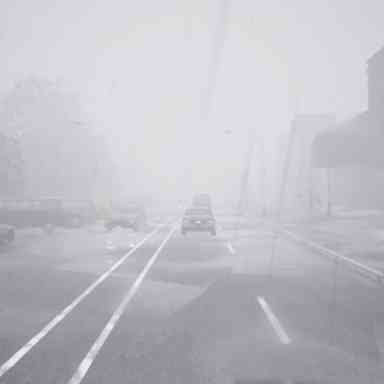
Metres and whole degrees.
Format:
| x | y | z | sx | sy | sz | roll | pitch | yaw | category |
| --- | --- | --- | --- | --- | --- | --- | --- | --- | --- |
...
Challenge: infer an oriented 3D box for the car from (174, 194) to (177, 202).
| x | y | z | sx | sy | sz | roll | pitch | yaw | category |
| --- | --- | --- | --- | --- | --- | --- | --- | --- | --- |
| -6.383 | 1.610 | 68.609 | 5.366 | 1.575 | 1.946 | -1 | 0 | -15 | car |

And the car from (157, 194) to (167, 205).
| x | y | z | sx | sy | sz | roll | pitch | yaw | category |
| --- | --- | --- | --- | --- | --- | --- | --- | --- | --- |
| -7.265 | 1.546 | 53.947 | 5.366 | 1.575 | 1.946 | -1 | -1 | -16 | car |

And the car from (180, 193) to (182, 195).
| x | y | z | sx | sy | sz | roll | pitch | yaw | category |
| --- | --- | --- | --- | --- | --- | --- | --- | --- | --- |
| -5.312 | 1.672 | 77.526 | 4.674 | 1.452 | 2.002 | -1 | 0 | -14 | car |

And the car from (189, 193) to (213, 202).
| x | y | z | sx | sy | sz | roll | pitch | yaw | category |
| --- | --- | --- | --- | --- | --- | --- | --- | --- | --- |
| 1.195 | 1.235 | 38.892 | 2.150 | 2.045 | 5.566 | 0 | 0 | 3 | car |

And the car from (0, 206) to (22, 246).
| x | y | z | sx | sy | sz | roll | pitch | yaw | category |
| --- | --- | --- | --- | --- | --- | --- | --- | --- | --- |
| -9.365 | 1.483 | 12.354 | 5.008 | 1.535 | 2.097 | -1 | 0 | -19 | car |

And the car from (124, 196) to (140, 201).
| x | y | z | sx | sy | sz | roll | pitch | yaw | category |
| --- | --- | --- | --- | --- | --- | --- | --- | --- | --- |
| -8.558 | 1.502 | 36.108 | 4.892 | 1.521 | 2.231 | -1 | 0 | -17 | car |

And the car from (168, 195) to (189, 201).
| x | y | z | sx | sy | sz | roll | pitch | yaw | category |
| --- | --- | --- | --- | --- | --- | --- | --- | --- | --- |
| -3.778 | 1.635 | 92.241 | 5.366 | 1.575 | 1.946 | -1 | 0 | -13 | car |

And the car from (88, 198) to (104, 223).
| x | y | z | sx | sy | sz | roll | pitch | yaw | category |
| --- | --- | --- | --- | --- | --- | --- | --- | --- | --- |
| -9.017 | 1.359 | 24.234 | 4.553 | 1.767 | 2.185 | -1 | 0 | -18 | car |

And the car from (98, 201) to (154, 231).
| x | y | z | sx | sy | sz | roll | pitch | yaw | category |
| --- | --- | --- | --- | --- | --- | --- | --- | --- | --- |
| -3.920 | 1.542 | 20.831 | 2.033 | 1.411 | 5.357 | 0 | 0 | 2 | car |

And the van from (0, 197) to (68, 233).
| x | y | z | sx | sy | sz | roll | pitch | yaw | category |
| --- | --- | --- | --- | --- | --- | --- | --- | --- | --- |
| -9.339 | 1.258 | 18.247 | 4.442 | 1.987 | 1.878 | -1 | 0 | -19 | van |

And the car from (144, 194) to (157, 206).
| x | y | z | sx | sy | sz | roll | pitch | yaw | category |
| --- | --- | --- | --- | --- | --- | --- | --- | --- | --- |
| -8.081 | 1.272 | 44.992 | 5.566 | 2.045 | 2.435 | -1 | 0 | -17 | car |

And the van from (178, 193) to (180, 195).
| x | y | z | sx | sy | sz | roll | pitch | yaw | category |
| --- | --- | --- | --- | --- | --- | --- | --- | --- | --- |
| -5.735 | 1.402 | 74.536 | 4.442 | 1.987 | 1.878 | -1 | 0 | -14 | van |

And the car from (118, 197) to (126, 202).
| x | y | z | sx | sy | sz | roll | pitch | yaw | category |
| --- | --- | --- | --- | --- | --- | --- | --- | --- | --- |
| -8.792 | 1.520 | 30.177 | 4.792 | 1.488 | 2.163 | -1 | 0 | -18 | car |

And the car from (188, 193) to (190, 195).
| x | y | z | sx | sy | sz | roll | pitch | yaw | category |
| --- | --- | --- | --- | --- | --- | --- | --- | --- | --- |
| -3.779 | 1.633 | 89.378 | 5.366 | 1.575 | 1.946 | -1 | 0 | -13 | car |

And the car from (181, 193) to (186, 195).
| x | y | z | sx | sy | sz | roll | pitch | yaw | category |
| --- | --- | --- | --- | --- | --- | --- | --- | --- | --- |
| -4.629 | 1.513 | 83.437 | 4.553 | 1.767 | 2.185 | -1 | 0 | -14 | car |

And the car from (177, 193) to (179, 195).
| x | y | z | sx | sy | sz | roll | pitch | yaw | category |
| --- | --- | --- | --- | --- | --- | --- | --- | --- | --- |
| -5.911 | 1.619 | 71.611 | 5.008 | 1.535 | 2.097 | -1 | 0 | -15 | car |

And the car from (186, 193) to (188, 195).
| x | y | z | sx | sy | sz | roll | pitch | yaw | category |
| --- | --- | --- | --- | --- | --- | --- | --- | --- | --- |
| -4.321 | 1.641 | 86.385 | 4.892 | 1.521 | 2.231 | -1 | 0 | -13 | car |

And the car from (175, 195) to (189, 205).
| x | y | z | sx | sy | sz | roll | pitch | yaw | category |
| --- | --- | --- | --- | --- | --- | --- | --- | --- | --- |
| -1.466 | 1.694 | 62.263 | 1.895 | 1.301 | 4.718 | 0 | 0 | 5 | car |

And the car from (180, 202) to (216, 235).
| x | y | z | sx | sy | sz | roll | pitch | yaw | category |
| --- | --- | --- | --- | --- | --- | --- | --- | --- | --- |
| 0.374 | 1.541 | 18.939 | 2.033 | 1.411 | 5.357 | 0 | 0 | 1 | car |

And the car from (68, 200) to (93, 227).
| x | y | z | sx | sy | sz | roll | pitch | yaw | category |
| --- | --- | --- | --- | --- | --- | --- | --- | --- | --- |
| -9.151 | 1.483 | 21.264 | 5.008 | 1.535 | 2.097 | -1 | 0 | -18 | car |

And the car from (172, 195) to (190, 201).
| x | y | z | sx | sy | sz | roll | pitch | yaw | category |
| --- | --- | --- | --- | --- | --- | --- | --- | --- | --- |
| -3.257 | 1.661 | 95.215 | 4.792 | 1.488 | 2.163 | -1 | 0 | -13 | car |

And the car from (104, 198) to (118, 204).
| x | y | z | sx | sy | sz | roll | pitch | yaw | category |
| --- | --- | --- | --- | --- | --- | --- | --- | --- | --- |
| -8.935 | 1.488 | 27.197 | 5.008 | 1.535 | 2.097 | -1 | 0 | -18 | car |

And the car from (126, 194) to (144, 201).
| x | y | z | sx | sy | sz | roll | pitch | yaw | category |
| --- | --- | --- | --- | --- | --- | --- | --- | --- | --- |
| -8.364 | 1.381 | 39.076 | 4.553 | 1.767 | 2.185 | -1 | 0 | -17 | car |

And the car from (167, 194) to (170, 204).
| x | y | z | sx | sy | sz | roll | pitch | yaw | category |
| --- | --- | --- | --- | --- | --- | --- | --- | --- | --- |
| -6.978 | 1.616 | 59.816 | 4.674 | 1.452 | 2.002 | -1 | 0 | -16 | car |

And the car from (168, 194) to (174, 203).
| x | y | z | sx | sy | sz | roll | pitch | yaw | category |
| --- | --- | --- | --- | --- | --- | --- | --- | --- | --- |
| -6.466 | 1.640 | 65.696 | 4.674 | 1.452 | 2.002 | -1 | 0 | -15 | car |

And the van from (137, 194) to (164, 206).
| x | y | z | sx | sy | sz | roll | pitch | yaw | category |
| --- | --- | --- | --- | --- | --- | --- | --- | --- | --- |
| -7.110 | 1.336 | 56.892 | 4.442 | 1.987 | 1.878 | -1 | -1 | -16 | van |

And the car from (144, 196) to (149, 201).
| x | y | z | sx | sy | sz | roll | pitch | yaw | category |
| --- | --- | --- | --- | --- | --- | --- | --- | --- | --- |
| -8.232 | 1.554 | 42.040 | 4.674 | 1.452 | 2.002 | -1 | 0 | -17 | car |

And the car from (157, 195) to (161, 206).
| x | y | z | sx | sy | sz | roll | pitch | yaw | category |
| --- | --- | --- | --- | --- | --- | --- | --- | --- | --- |
| -7.659 | 1.581 | 50.932 | 4.674 | 1.452 | 2.002 | -1 | -1 | -16 | car |
